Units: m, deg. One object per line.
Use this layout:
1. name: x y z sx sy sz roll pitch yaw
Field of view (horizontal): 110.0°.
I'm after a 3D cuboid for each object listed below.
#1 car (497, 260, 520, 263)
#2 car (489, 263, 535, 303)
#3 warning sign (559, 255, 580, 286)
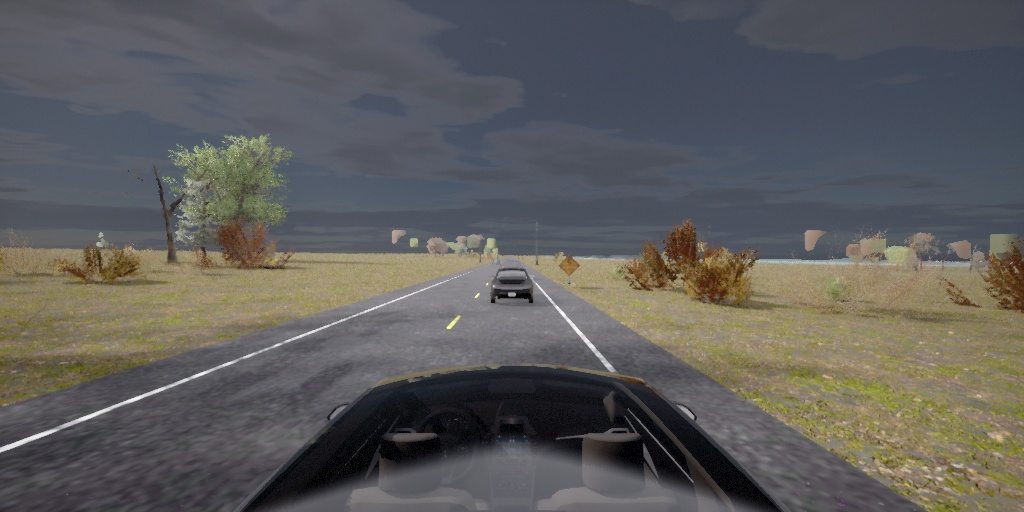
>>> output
1. car: 0.000 1.122 31.470 2.097 1.767 4.553 0 0 0
2. car: 0.000 1.269 16.500 1.837 1.490 4.892 0 0 0
3. warning sign: 3.550 0.868 22.192 1.300 1.860 1.060 0 0 0
